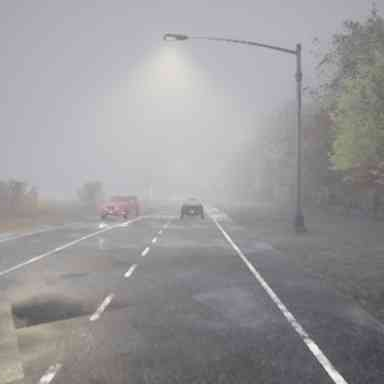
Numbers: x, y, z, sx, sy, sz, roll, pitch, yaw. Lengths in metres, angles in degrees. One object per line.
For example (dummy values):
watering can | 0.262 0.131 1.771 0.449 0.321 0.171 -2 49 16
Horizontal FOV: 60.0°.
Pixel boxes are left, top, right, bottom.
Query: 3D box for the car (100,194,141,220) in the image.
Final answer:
car | -6.020 1.198 28.646 2.150 2.045 5.566 0 0 6

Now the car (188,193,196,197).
car | 0.032 1.415 55.762 1.882 1.535 5.008 0 0 0

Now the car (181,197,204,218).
car | 0.018 1.451 29.672 1.882 1.535 5.008 0 0 0
